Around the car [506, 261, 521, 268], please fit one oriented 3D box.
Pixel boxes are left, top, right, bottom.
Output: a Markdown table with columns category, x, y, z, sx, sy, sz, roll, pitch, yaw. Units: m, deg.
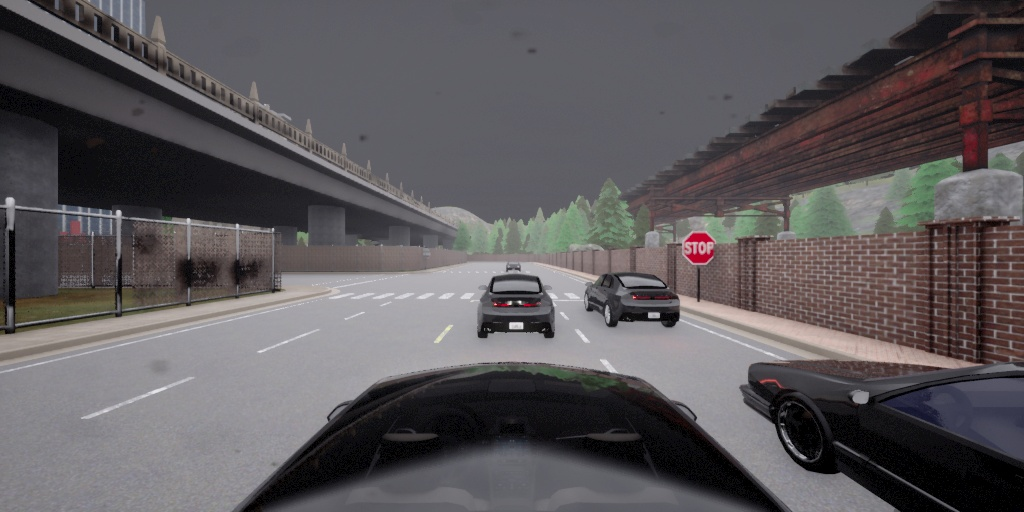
| category | x | y | z | sx | sy | sz | roll | pitch | yaw |
| --- | --- | --- | --- | --- | --- | --- | --- | --- | --- |
| car | 0.168 | 1.351 | 46.376 | 1.895 | 1.301 | 4.718 | 0 | 0 | -1 |

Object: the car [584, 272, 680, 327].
| category | x | y | z | sx | sy | sz | roll | pitch | yaw |
| --- | --- | --- | --- | --- | --- | --- | --- | --- | --- |
| car | 3.597 | 1.255 | 11.487 | 1.837 | 1.490 | 4.892 | 0 | 0 | 0 |

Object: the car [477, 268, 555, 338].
| category | x | y | z | sx | sy | sz | roll | pitch | yaw |
| --- | --- | --- | --- | --- | --- | --- | --- | --- | --- |
| car | 0.096 | 1.255 | 10.126 | 1.837 | 1.490 | 4.892 | 0 | 0 | 0 |

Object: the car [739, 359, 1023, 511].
| category | x | y | z | sx | sy | sz | roll | pitch | yaw |
| --- | --- | --- | --- | --- | --- | --- | --- | --- | --- |
| car | 3.600 | 1.297 | 1.741 | 2.033 | 1.411 | 5.357 | 0 | 0 | 0 |
